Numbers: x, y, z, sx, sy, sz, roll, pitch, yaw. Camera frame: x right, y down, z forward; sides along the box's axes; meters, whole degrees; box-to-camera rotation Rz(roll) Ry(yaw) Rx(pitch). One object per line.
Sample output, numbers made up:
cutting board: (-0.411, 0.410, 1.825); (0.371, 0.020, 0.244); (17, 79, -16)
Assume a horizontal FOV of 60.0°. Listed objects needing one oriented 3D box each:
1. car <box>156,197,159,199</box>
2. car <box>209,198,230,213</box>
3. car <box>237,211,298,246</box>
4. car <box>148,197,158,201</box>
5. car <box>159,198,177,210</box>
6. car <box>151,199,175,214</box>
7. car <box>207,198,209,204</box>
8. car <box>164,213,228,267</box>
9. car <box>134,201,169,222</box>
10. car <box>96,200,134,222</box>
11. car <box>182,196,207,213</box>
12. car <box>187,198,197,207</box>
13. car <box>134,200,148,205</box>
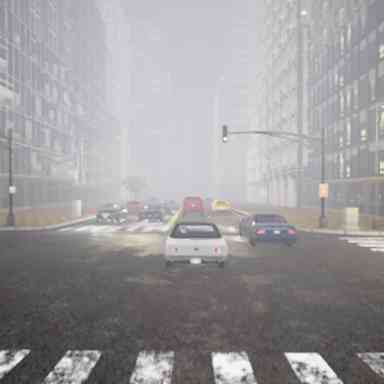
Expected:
car: (-6.486, 1.657, 57.710); (2.097, 1.767, 4.553); (0, 0, 0)
car: (3.362, 1.692, 39.610); (1.882, 1.535, 5.008); (0, 0, 0)
car: (3.371, 1.626, 15.735); (2.033, 1.411, 5.357); (1, 1, 0)
car: (-6.488, 1.818, 47.409); (1.994, 1.385, 4.181); (0, 0, 0)
car: (-3.238, 1.751, 48.620); (2.128, 1.511, 4.902); (0, 0, 0)
car: (-3.310, 1.808, 38.231); (1.895, 1.301, 4.718); (0, 0, 0)
car: (3.325, 1.818, 65.414); (1.882, 1.535, 5.008); (0, 0, 0)
car: (0.117, 1.690, 11.902); (1.895, 1.301, 4.718); (0, 1, 0)
car: (-3.332, 1.720, 28.271); (1.994, 1.385, 4.181); (0, 0, 0)
car: (-6.587, 1.646, 27.835); (2.128, 1.511, 4.902); (0, 0, 0)
car: (0.109, 1.410, 34.553); (2.150, 2.045, 5.566); (0, 0, 0)
car: (0.035, 1.847, 61.181); (1.812, 1.442, 4.674); (0, 0, 0)
car: (-6.544, 1.682, 37.509); (1.882, 1.535, 5.008); (0, 0, -1)
